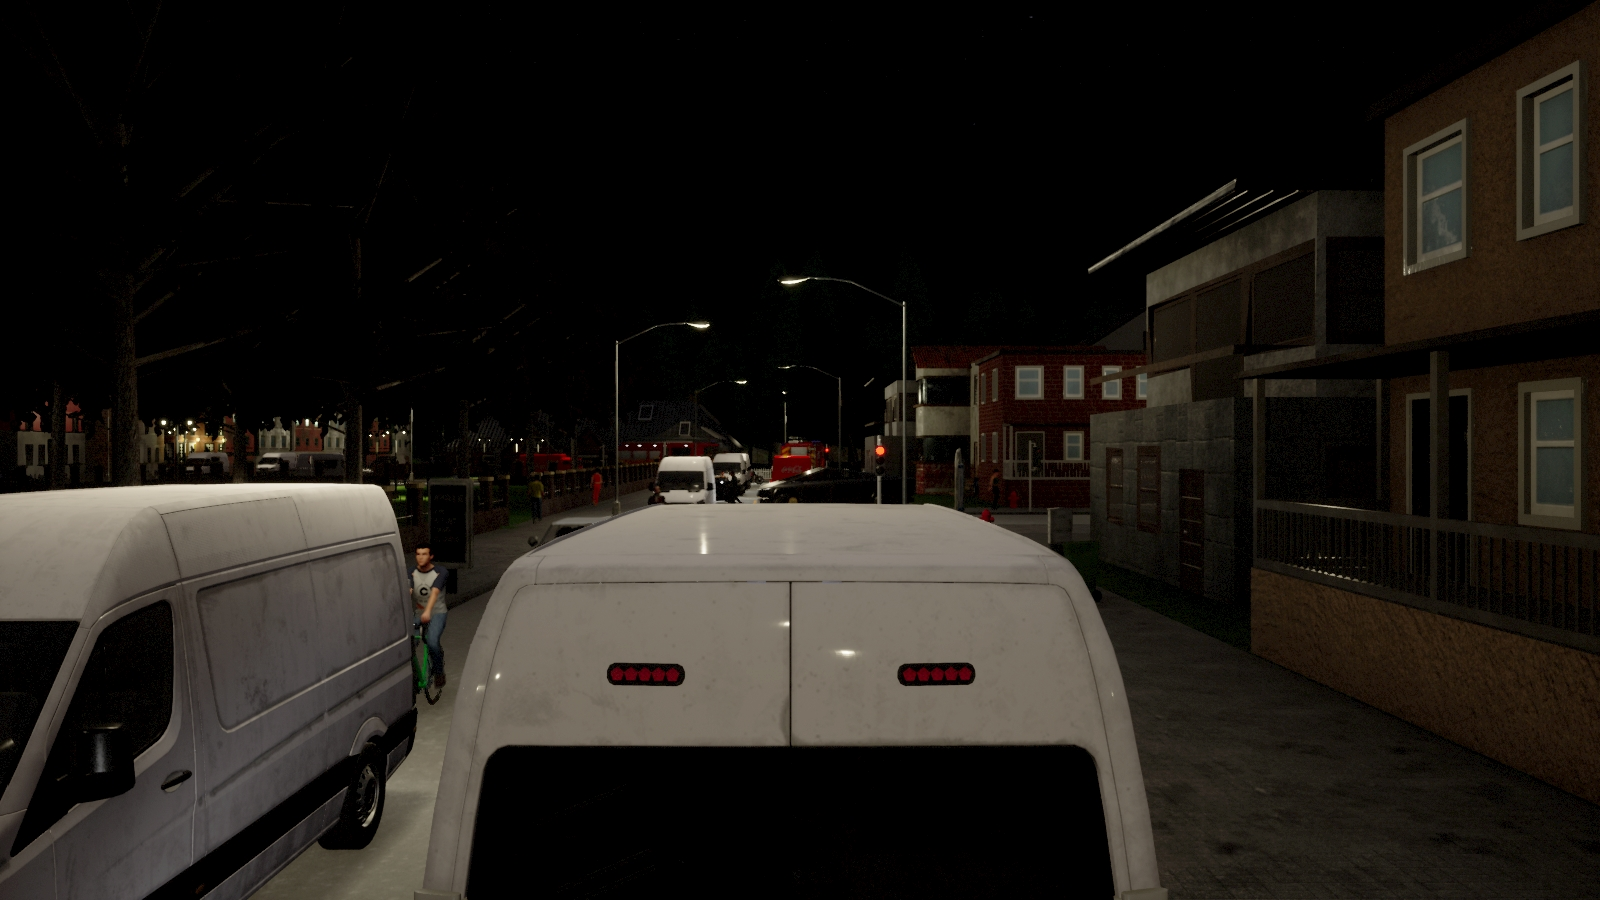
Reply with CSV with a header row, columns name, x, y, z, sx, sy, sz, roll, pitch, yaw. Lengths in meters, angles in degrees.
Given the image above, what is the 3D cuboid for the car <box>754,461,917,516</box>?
name,x,y,z,sx,sy,sz,roll,pitch,yaw
car,1.400,1.534,46.592,6.274,2.098,2.390,0,0,-10

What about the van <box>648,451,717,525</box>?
name,x,y,z,sx,sy,sz,roll,pitch,yaw
van,-4.292,1.314,42.522,1.988,2.561,5.915,0,0,0

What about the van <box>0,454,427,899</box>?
name,x,y,z,sx,sy,sz,roll,pitch,yaw
van,-4.032,1.314,6.374,1.988,2.561,5.915,0,0,0

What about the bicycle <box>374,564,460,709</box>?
name,x,y,z,sx,sy,sz,roll,pitch,yaw
bicycle,-4.053,1.935,12.181,0.373,1.296,1.643,0,-1,0

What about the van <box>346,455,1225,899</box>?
name,x,y,z,sx,sy,sz,roll,pitch,yaw
van,-0.041,1.314,5.541,1.988,2.561,5.915,0,0,0

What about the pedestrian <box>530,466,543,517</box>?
name,x,y,z,sx,sy,sz,roll,pitch,yaw
pedestrian,-9.638,1.526,41.827,0.375,1.860,0.375,0,0,0

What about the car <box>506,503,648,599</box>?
name,x,y,z,sx,sy,sz,roll,pitch,yaw
car,-4.127,1.845,21.739,1.970,1.475,3.806,0,0,0
